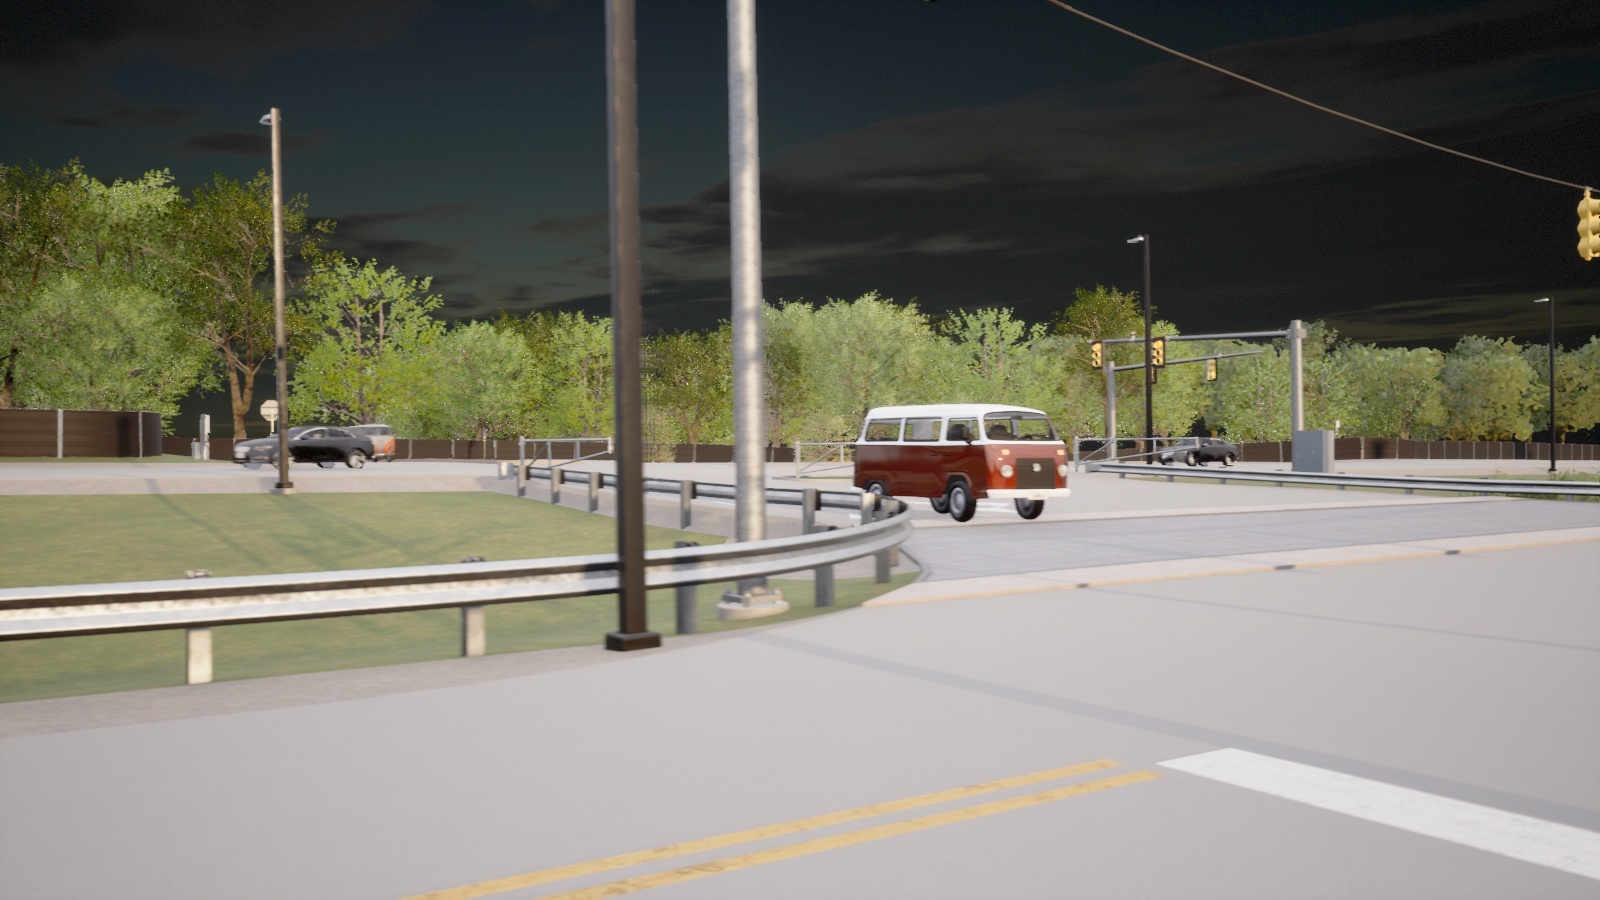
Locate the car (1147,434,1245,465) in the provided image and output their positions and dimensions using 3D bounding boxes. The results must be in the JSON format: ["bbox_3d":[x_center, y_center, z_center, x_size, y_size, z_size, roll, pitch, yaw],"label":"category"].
[{"bbox_3d":[19.986,-0.013,63.319,4.902,1.511,2.128,0,0,-34],"label":"car"}]

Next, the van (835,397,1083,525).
[{"bbox_3d":[2.699,0.181,22.413,2.069,2.038,4.480,0,0,-31],"label":"van"}]

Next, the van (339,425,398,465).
[{"bbox_3d":[-22.725,-0.228,66.022,1.775,1.987,4.442,-1,-1,-35],"label":"van"}]

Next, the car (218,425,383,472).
[{"bbox_3d":[-16.945,-0.047,42.826,2.128,1.511,4.902,0,0,33],"label":"car"}]
